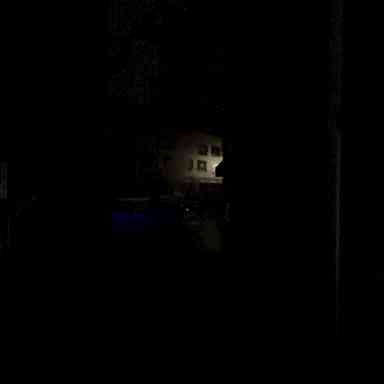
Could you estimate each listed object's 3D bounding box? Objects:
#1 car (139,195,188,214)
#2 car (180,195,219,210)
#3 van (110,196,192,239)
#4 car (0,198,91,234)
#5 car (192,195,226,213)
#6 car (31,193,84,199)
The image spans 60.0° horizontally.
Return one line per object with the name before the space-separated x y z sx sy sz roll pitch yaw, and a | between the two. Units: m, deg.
car | -2.452 1.069 29.967 1.887 1.381 4.507 2 2 35
car | 0.800 1.020 34.539 1.947 1.339 4.313 2 2 35
van | -2.003 1.127 15.881 1.690 1.788 3.998 2 2 35
car | -7.989 1.274 17.605 2.033 1.411 5.357 1 1 35
car | 1.127 1.079 30.419 2.033 1.411 5.357 1 1 35
car | -8.950 0.978 20.820 2.192 1.841 5.009 2 2 35
